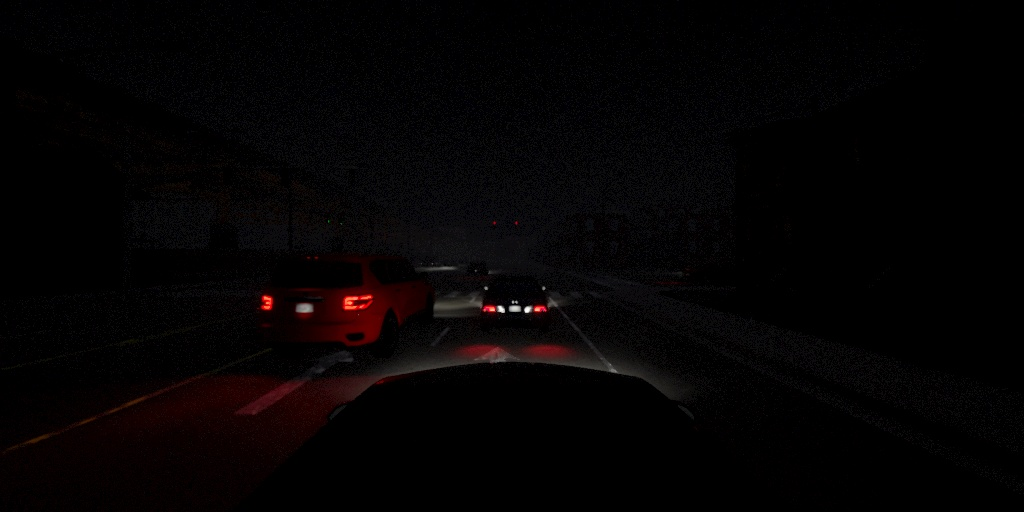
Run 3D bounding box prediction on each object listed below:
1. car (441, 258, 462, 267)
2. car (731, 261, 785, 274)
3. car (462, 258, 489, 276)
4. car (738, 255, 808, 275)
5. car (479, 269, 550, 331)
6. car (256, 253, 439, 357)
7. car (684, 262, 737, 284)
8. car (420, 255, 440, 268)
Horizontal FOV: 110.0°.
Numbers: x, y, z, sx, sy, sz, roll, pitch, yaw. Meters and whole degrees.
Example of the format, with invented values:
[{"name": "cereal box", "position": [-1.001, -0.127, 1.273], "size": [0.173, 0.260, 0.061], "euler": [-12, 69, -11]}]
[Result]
[{"name": "car", "position": [-10.534, 1.131, 61.880], "size": [2.128, 1.511, 4.902], "euler": [0, 0, 1]}, {"name": "car", "position": [27.435, 1.280, 40.142], "size": [4.718, 1.301, 1.895], "euler": [0, 0, 0]}, {"name": "car", "position": [-3.397, 1.178, 36.303], "size": [2.128, 1.511, 4.902], "euler": [0, 0, 0]}, {"name": "car", "position": [26.609, 0.907, 36.643], "size": [5.566, 2.045, 2.150], "euler": [0, 0, 0]}, {"name": "car", "position": [0.084, 1.280, 10.892], "size": [2.033, 1.411, 5.357], "euler": [0, 0, 0]}, {"name": "car", "position": [-3.425, 0.959, 8.639], "size": [2.150, 2.045, 5.566], "euler": [0, 0, 0]}, {"name": "car", "position": [15.222, 1.183, 26.040], "size": [5.008, 1.535, 1.882], "euler": [0, 0, 1]}, {"name": "car", "position": [-14.027, 0.859, 61.818], "size": [2.150, 2.045, 5.566], "euler": [0, 0, 1]}]
